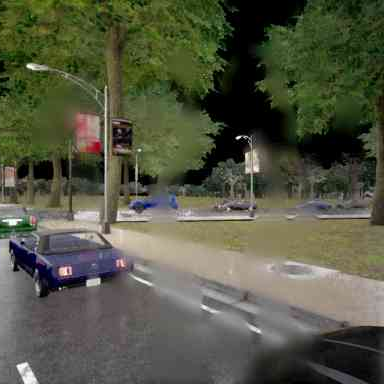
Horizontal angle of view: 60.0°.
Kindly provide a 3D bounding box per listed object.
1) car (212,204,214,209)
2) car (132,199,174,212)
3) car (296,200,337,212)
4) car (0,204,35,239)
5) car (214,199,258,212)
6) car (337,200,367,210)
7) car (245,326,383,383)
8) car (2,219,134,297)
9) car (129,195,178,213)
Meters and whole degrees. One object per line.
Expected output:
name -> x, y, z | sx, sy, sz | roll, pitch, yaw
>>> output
car -> 4.906, 1.713, 43.943 | 4.674, 1.442, 1.812 | 0, 0, -14
car -> -4.879, 1.622, 41.432 | 4.902, 1.511, 2.128 | 0, 0, -14
car -> 15.922, 1.778, 43.410 | 4.674, 1.442, 1.812 | 0, 0, -14
car -> -8.915, 1.352, 15.824 | 2.097, 1.767, 4.553 | 0, 0, -38
car -> 5.654, 1.680, 40.782 | 4.902, 1.511, 2.128 | 0, 0, -14
car -> 23.250, 1.873, 48.607 | 4.181, 1.385, 1.994 | 1, 0, -14
car -> 2.357, 1.478, 1.241 | 1.882, 1.535, 5.008 | 0, 0, -38
car -> -3.420, 1.601, 8.710 | 1.895, 1.301, 4.718 | 0, 0, -38
car -> -4.364, 1.352, 38.212 | 5.566, 2.045, 2.150 | 0, 0, -14
